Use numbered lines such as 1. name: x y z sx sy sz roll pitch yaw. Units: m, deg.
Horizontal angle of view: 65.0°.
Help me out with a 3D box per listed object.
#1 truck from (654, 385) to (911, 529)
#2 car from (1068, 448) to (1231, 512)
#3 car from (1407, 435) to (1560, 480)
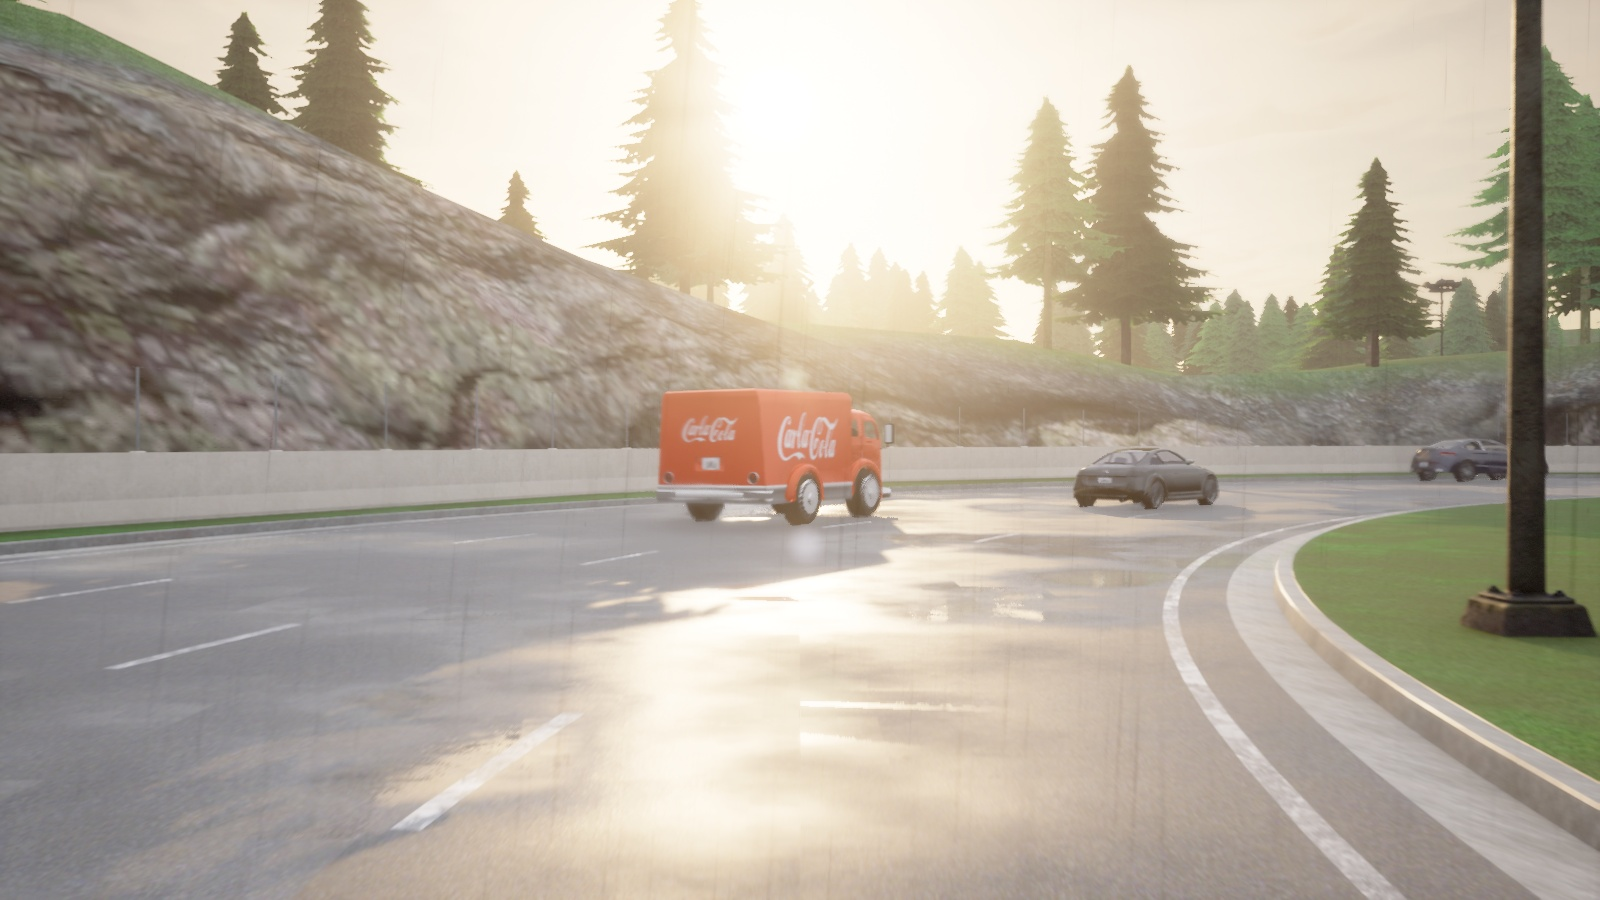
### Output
1. truck: -0.187 0.121 24.455 2.627 2.467 5.204 0 0 31
2. car: 8.300 0.651 29.638 1.994 1.385 4.181 0 0 43
3. car: 25.954 0.281 47.743 5.027 1.651 2.152 0 0 -16
